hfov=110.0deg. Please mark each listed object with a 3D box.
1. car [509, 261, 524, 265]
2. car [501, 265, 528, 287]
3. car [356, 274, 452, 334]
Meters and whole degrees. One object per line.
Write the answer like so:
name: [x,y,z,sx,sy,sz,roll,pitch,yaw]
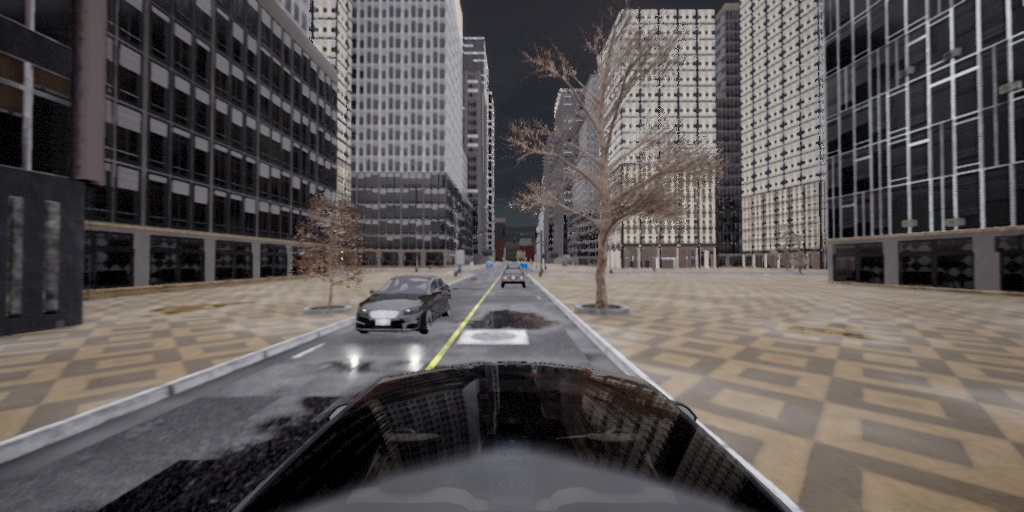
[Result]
car: [0.111,1.705,41.956,1.882,1.535,5.008,0,-1,0]
car: [0.100,1.604,27.531,2.033,1.411,5.357,0,-1,0]
car: [-3.091,1.350,11.125,2.128,1.511,4.902,0,0,1]
